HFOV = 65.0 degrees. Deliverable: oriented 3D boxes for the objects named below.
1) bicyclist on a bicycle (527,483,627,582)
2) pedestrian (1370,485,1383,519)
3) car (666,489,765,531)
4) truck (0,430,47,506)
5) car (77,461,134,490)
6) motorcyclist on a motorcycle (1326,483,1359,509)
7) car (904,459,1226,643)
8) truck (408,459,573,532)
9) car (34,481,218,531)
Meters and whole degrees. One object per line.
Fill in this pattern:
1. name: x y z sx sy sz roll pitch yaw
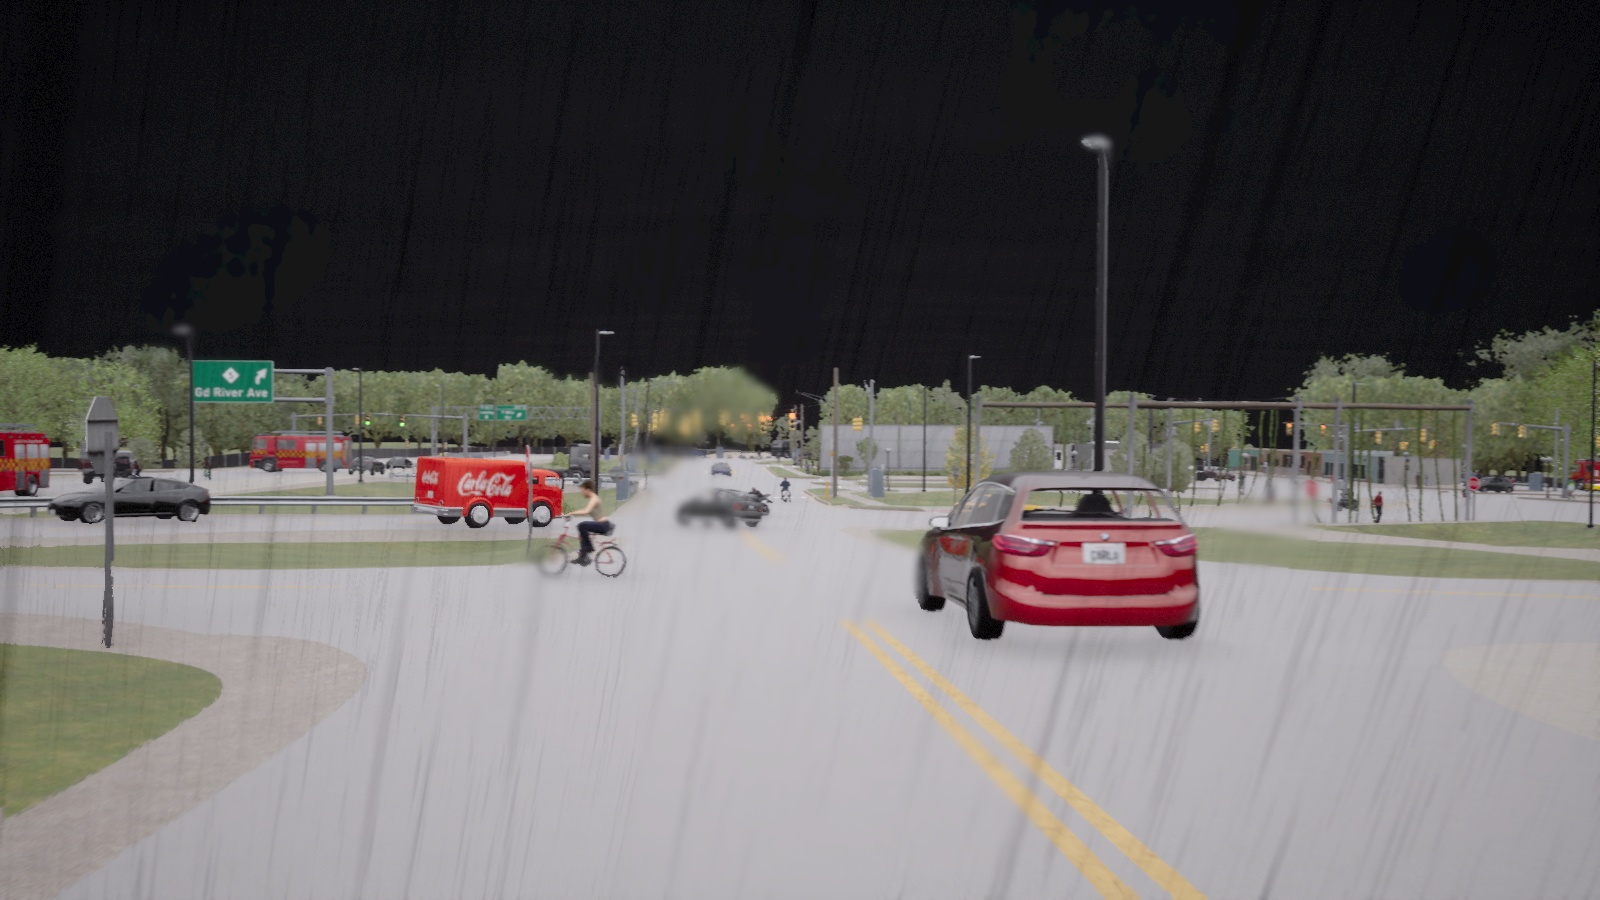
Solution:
1. bicyclist on a bicycle: -3.701 1.353 20.908 1.509 1.612 0.866 0 -1 0
2. pedestrian: 32.092 2.898 69.924 0.636 1.846 0.331 -1 2 -29
3. car: -3.502 2.452 51.594 3.705 1.549 1.789 0 -4 36
4. truck: -41.818 0.905 63.464 2.891 3.827 8.468 0 0 -4
5. car: -46.863 1.710 84.850 1.905 1.878 3.866 0 0 -4
6. motorcyclist on a motorcycle: 37.048 3.125 85.763 2.350 1.649 0.766 0 1 -28
7. car: 2.633 0.986 13.836 2.242 1.667 4.611 0 -2 -5
8. truck: -11.403 1.677 46.484 5.204 2.467 2.627 3 -1 -43
9. car: -21.972 1.788 41.096 2.163 1.488 4.792 1 -1 38
